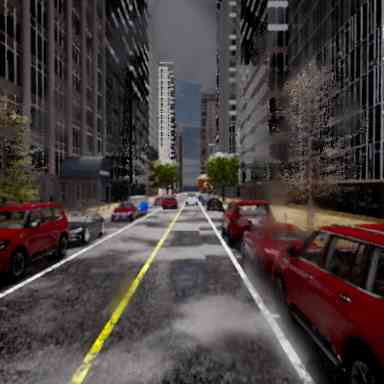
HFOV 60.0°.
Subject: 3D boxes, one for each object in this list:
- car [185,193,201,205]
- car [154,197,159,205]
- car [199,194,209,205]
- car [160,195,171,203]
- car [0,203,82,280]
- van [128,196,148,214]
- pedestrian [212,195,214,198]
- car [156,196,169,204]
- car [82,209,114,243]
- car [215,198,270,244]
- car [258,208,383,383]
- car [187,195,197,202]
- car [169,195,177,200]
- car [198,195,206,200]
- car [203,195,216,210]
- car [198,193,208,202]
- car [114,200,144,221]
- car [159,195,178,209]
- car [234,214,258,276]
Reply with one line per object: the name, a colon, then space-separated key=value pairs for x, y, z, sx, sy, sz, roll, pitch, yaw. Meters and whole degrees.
car: x=0.032 y=1.161 z=57.561 sx=2.150 sy=2.045 sz=5.566 roll=0 pitch=0 yaw=1
car: x=-5.300 y=1.523 z=55.194 sx=1.802 sy=1.307 sz=4.206 roll=-1 pitch=0 yaw=0
car: x=2.580 y=1.491 z=55.221 sx=2.008 sy=1.369 sz=4.403 roll=-1 pitch=0 yaw=0
car: x=-5.297 y=1.372 z=66.491 sx=1.967 sy=1.590 sz=4.097 roll=-1 pitch=0 yaw=0
car: x=-5.324 y=1.302 z=10.005 sx=2.192 sy=1.841 sz=5.009 roll=-1 pitch=0 yaw=0
van: x=-5.314 y=1.303 z=32.599 sx=1.690 sy=1.788 sz=3.998 roll=-1 pitch=0 yaw=0
pedestrian: x=2.770 y=1.244 z=44.541 sx=0.375 sy=1.860 sz=0.375 roll=-1 pitch=1 yaw=0
car: x=-5.301 y=1.481 z=60.844 sx=1.887 sy=1.381 sz=4.507 roll=-1 pitch=0 yaw=0
car: x=-5.319 y=1.531 z=15.654 sx=2.008 sy=1.369 sz=4.403 roll=-1 pitch=0 yaw=0
car: x=2.525 y=1.295 z=15.680 sx=2.192 sy=1.841 sz=5.009 roll=-1 pitch=0 yaw=0
car: x=2.520 y=1.309 z=4.382 sx=2.192 sy=1.841 sz=5.009 roll=-1 pitch=0 yaw=0
car: x=0.034 y=1.375 z=74.928 sx=2.033 sy=1.411 sz=5.357 roll=0 pitch=0 yaw=0
car: x=-5.283 y=1.463 z=94.734 sx=2.008 sy=1.369 sz=4.403 roll=-1 pitch=0 yaw=0
car: x=2.595 y=1.461 z=89.113 sx=1.887 sy=1.381 sz=4.507 roll=-1 pitch=0 yaw=0
car: x=2.769 y=1.458 z=41.608 sx=1.837 sy=1.490 sz=4.892 roll=0 pitch=0 yaw=0
car: x=2.586 y=1.239 z=77.815 sx=2.192 sy=1.841 sz=5.009 roll=-1 pitch=0 yaw=0
car: x=-5.313 y=1.550 z=26.951 sx=1.802 sy=1.307 sz=4.206 roll=-1 pitch=0 yaw=0
car: x=-2.819 y=1.429 z=43.693 sx=1.882 sy=1.535 sz=5.008 roll=0 pitch=0 yaw=0
car: x=2.526 y=1.569 z=10.031 sx=1.802 sy=1.307 sz=4.206 roll=-1 pitch=0 yaw=0
